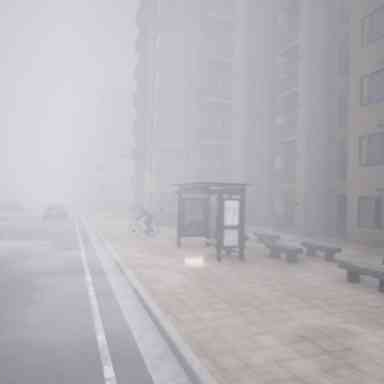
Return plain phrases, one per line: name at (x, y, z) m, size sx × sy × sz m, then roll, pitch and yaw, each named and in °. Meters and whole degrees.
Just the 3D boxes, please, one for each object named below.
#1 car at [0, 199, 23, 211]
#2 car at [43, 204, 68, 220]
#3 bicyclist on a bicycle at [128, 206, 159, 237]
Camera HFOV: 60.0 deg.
car at (-22.790, 1.618, 41.854) m, size 1.994 × 1.385 × 4.181 m, roll 3°, pitch -1°, yaw -43°
car at (-12.194, 1.728, 29.804) m, size 1.994 × 1.385 × 4.181 m, roll 2°, pitch -1°, yaw -20°
bicyclist on a bicycle at (-2.512, 1.544, 17.347) m, size 1.656 × 1.620 × 0.582 m, roll 2°, pitch -1°, yaw -20°
